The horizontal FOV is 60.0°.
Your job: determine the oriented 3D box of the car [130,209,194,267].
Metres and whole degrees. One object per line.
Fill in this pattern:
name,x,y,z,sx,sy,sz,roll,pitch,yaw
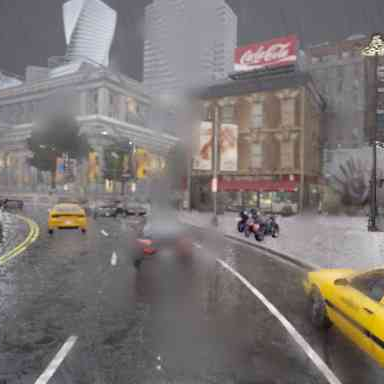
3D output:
car,-1.118,1.559,11.502,1.812,1.442,4.674,1,0,-11

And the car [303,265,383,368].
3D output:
car,3.019,1.534,4.139,1.801,1.575,5.366,1,0,-1

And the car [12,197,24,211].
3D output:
car,-20.288,1.273,36.624,4.902,1.511,2.128,1,0,42

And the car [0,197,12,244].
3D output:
car,-8.344,1.118,11.627,2.150,2.045,5.566,1,-1,-15

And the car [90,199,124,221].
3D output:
car,-7.636,1.473,27.224,2.128,1.511,4.902,1,0,-32

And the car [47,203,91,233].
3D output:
car,-7.345,1.428,19.443,1.882,1.535,5.008,1,0,-23
